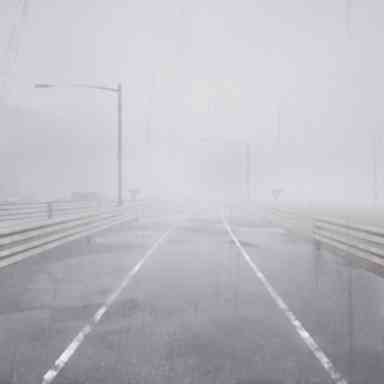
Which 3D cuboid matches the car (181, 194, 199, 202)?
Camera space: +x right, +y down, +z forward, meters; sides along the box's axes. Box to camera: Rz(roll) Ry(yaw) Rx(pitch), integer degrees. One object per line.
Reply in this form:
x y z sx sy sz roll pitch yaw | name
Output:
-0.799 1.399 71.071 2.033 1.411 5.357 0 0 15 | car

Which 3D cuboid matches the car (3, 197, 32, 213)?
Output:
-17.153 1.252 34.311 1.882 1.535 5.008 0 0 13 | car

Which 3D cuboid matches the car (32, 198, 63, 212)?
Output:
-13.655 1.300 33.905 1.812 1.442 4.674 0 0 13 | car

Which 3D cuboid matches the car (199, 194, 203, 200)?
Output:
0.682 1.453 88.860 1.994 1.385 4.181 0 0 17 | car

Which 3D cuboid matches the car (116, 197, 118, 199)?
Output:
-12.770 1.343 52.901 1.812 1.442 4.674 0 0 14 | car

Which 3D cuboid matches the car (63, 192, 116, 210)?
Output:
-10.167 0.994 33.542 2.150 2.045 5.566 0 0 13 | car
